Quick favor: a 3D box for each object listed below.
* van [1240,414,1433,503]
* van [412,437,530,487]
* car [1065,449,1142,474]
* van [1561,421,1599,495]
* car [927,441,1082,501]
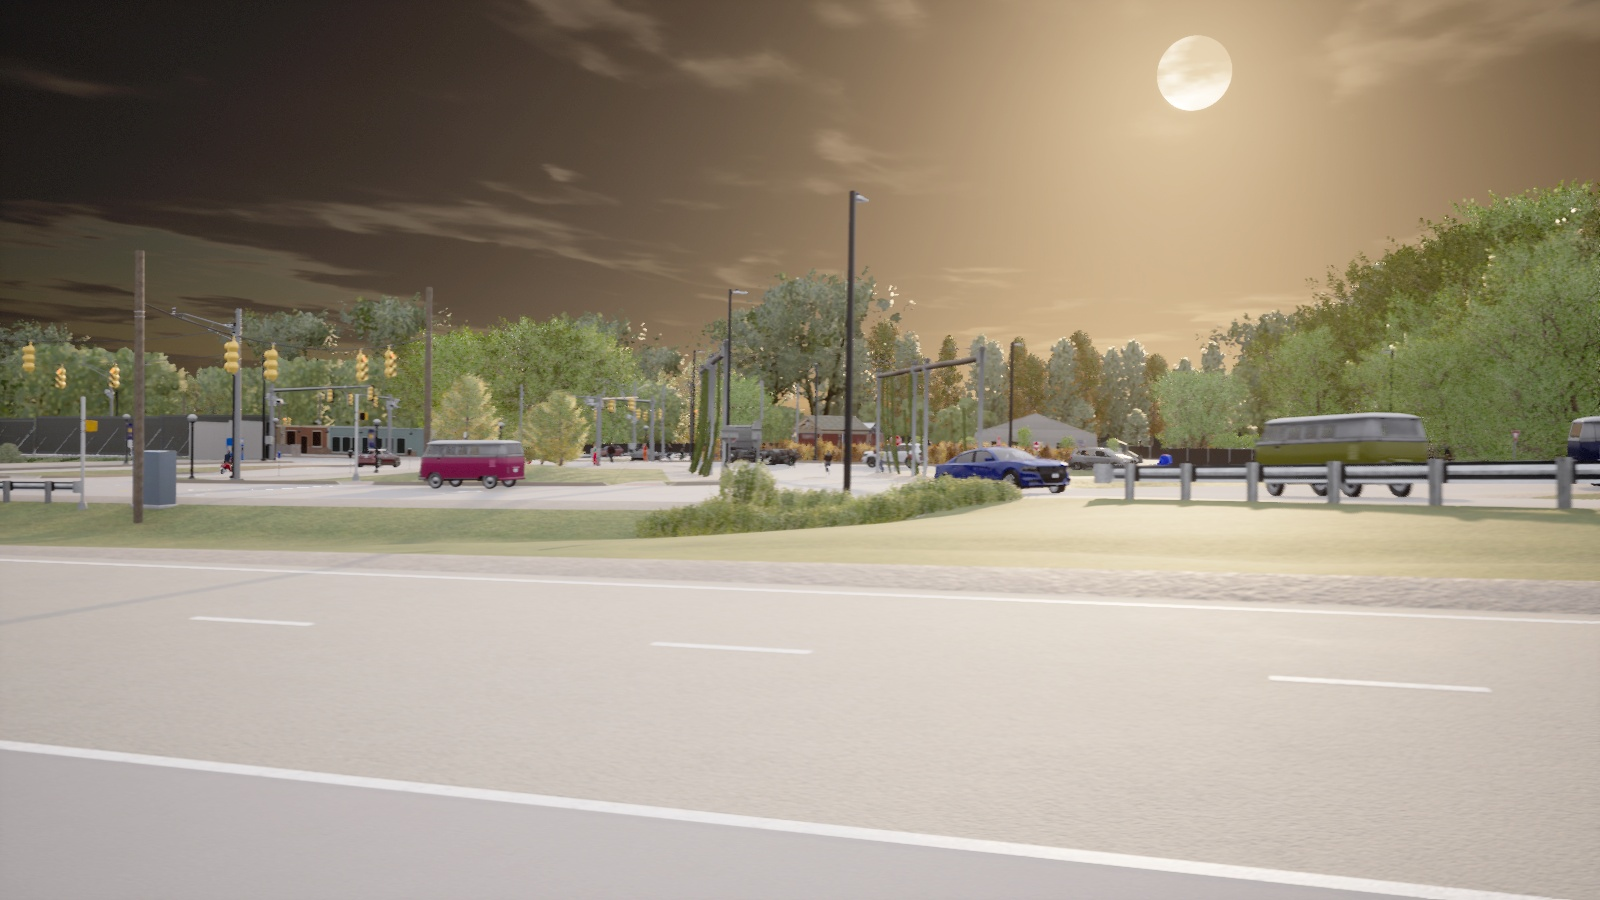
[{"bbox_3d":[12.913,0.246,30.566,1.775,1.987,4.442,1,-2,-20],"label":"van"},{"bbox_3d":[-13.612,0.474,51.928,4.442,1.987,1.775,0,1,18],"label":"van"},{"bbox_3d":[20.685,0.765,85.597,4.611,1.667,2.242,1,1,39],"label":"car"},{"bbox_3d":[23.457,0.149,34.110,4.442,1.987,1.775,-2,0,19],"label":"van"},{"bbox_3d":[6.064,0.673,37.913,1.882,1.535,5.008,0,-4,-29],"label":"car"}]
